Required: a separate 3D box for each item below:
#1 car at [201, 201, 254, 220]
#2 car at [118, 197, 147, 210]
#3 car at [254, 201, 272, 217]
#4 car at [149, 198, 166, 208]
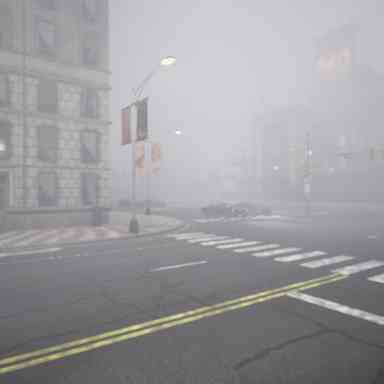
[{"bbox_3d":[2.745,1.553,28.076,1.895,1.301,4.718,0,0,-29],"label":"car"},{"bbox_3d":[-7.957,1.429,43.560,1.882,1.535,5.008,0,0,-35],"label":"car"},{"bbox_3d":[5.423,1.507,31.173,1.994,1.385,4.181,0,0,-38],"label":"car"},{"bbox_3d":[-5.304,1.508,45.866,1.994,1.385,4.181,0,0,-35],"label":"car"}]
